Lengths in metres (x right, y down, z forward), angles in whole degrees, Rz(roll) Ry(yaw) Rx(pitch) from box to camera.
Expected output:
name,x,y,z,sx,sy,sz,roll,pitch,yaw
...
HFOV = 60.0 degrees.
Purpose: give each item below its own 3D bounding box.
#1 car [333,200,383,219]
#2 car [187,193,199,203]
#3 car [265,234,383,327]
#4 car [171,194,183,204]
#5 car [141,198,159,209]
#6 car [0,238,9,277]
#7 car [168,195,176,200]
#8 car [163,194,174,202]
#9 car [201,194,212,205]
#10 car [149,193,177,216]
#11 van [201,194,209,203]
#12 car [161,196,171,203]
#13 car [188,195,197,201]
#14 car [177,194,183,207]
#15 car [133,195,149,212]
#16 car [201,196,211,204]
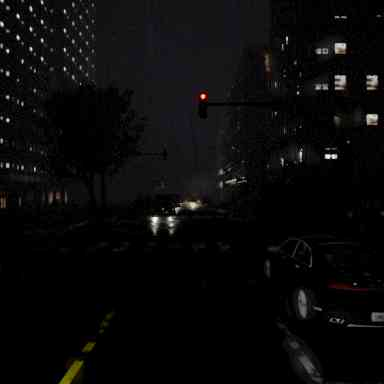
name,x,y,z,sx,sy,sz,roll,pitch,yaw
car,13.466,1.340,26.319,4.403,1.369,2.008,-1,1,0
car,0.104,1.556,69.058,1.812,1.442,4.674,0,0,0
car,2.700,1.549,6.929,2.008,1.369,4.403,0,0,0
car,-2.924,1.380,66.656,2.097,1.767,4.553,0,0,1
car,-5.623,1.576,44.853,1.947,1.339,4.313,0,0,0
car,-5.680,1.543,6.942,1.887,1.381,4.507,0,0,0
car,-5.548,1.619,94.559,2.008,1.369,4.403,0,0,0
car,-5.573,1.357,77.990,2.192,1.841,5.009,0,0,0
car,2.783,1.588,61.408,1.947,1.339,4.313,0,0,0
car,-2.826,1.224,33.427,2.150,2.045,5.566,0,0,-3
van,2.799,1.375,72.455,1.690,1.788,3.998,0,0,0
car,-5.581,1.600,72.468,1.947,1.339,4.313,0,0,0
car,0.121,1.418,79.065,2.128,1.511,4.902,0,0,0
car,-3.016,1.234,51.031,2.150,2.045,5.566,0,0,0
car,-5.632,1.322,39.330,2.192,1.841,5.009,0,0,0
car,2.792,1.553,67.101,1.752,1.417,4.829,0,0,0
